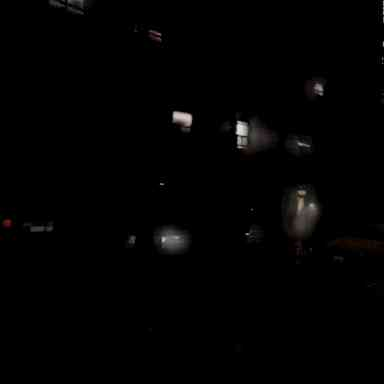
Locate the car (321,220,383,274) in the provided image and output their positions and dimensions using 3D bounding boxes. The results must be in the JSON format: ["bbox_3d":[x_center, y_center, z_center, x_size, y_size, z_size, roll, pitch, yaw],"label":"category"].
[{"bbox_3d":[6.185,1.631,10.962,4.829,1.417,1.752,1,1,-36],"label":"car"}]
